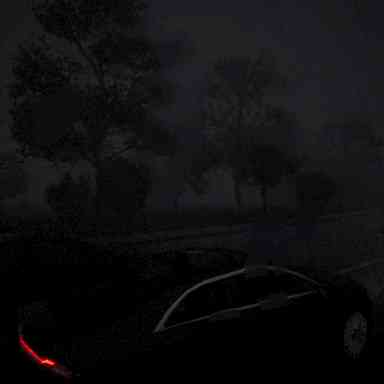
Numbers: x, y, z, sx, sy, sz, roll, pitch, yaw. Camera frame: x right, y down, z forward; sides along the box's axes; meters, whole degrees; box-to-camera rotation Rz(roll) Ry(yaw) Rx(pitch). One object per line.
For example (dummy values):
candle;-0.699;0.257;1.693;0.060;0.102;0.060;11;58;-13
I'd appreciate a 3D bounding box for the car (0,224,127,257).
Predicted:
car;-3.377;1.492;6.005;5.008;1.535;1.882;0;0;-36

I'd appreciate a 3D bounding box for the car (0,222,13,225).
car;-5.728;1.547;8.616;4.674;1.442;1.812;0;0;-36

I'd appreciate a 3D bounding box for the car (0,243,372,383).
car;0.429;1.500;4.228;4.902;1.511;2.128;0;0;-37
